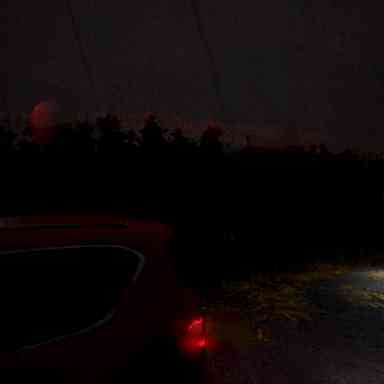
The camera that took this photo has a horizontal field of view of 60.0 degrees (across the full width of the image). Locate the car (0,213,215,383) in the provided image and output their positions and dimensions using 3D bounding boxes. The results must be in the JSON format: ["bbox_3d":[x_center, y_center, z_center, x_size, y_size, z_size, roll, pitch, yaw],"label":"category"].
[{"bbox_3d":[-2.428,1.226,1.790,5.566,2.045,2.150,0,0,-35],"label":"car"}]
